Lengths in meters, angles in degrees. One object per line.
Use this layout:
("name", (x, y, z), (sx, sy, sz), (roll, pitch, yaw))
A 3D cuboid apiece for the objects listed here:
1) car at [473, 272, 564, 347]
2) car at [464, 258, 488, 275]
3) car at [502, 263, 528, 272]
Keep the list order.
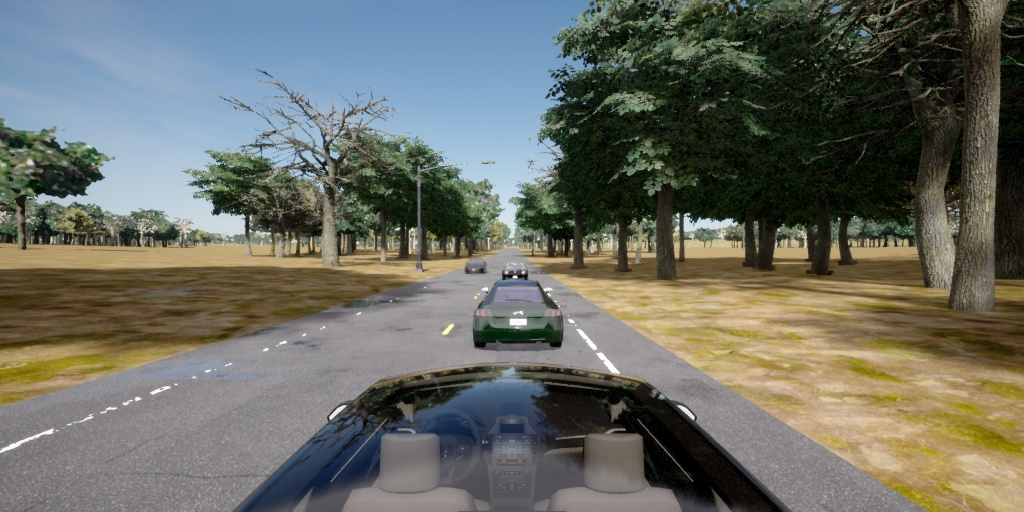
("car", (0.135, 1.293, 9.248), (1.994, 1.385, 4.181), (0, 0, 0))
("car", (-3.436, 0.955, 34.735), (1.882, 1.535, 5.008), (0, 1, 0))
("car", (0.225, 1.159, 27.173), (1.895, 1.301, 4.718), (0, 1, 0))
